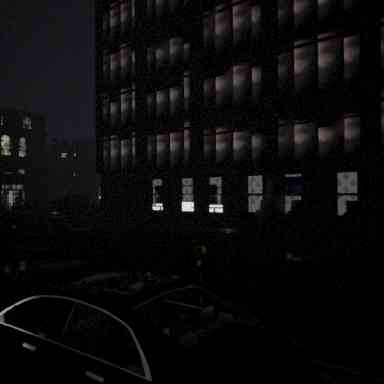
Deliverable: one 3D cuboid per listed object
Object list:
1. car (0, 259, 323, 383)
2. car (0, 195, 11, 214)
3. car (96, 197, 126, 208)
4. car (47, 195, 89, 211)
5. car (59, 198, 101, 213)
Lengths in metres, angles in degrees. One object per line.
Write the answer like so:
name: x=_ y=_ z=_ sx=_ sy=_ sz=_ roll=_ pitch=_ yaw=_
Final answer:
car: x=-0.954 y=1.550 z=3.557 sx=4.403 sy=1.369 sz=2.008 roll=0 pitch=0 yaw=35
car: x=-21.695 y=1.305 z=34.166 sx=2.150 sy=2.045 sz=5.566 roll=0 pitch=0 yaw=36
car: x=-12.416 y=1.632 z=51.170 sx=1.967 sy=1.590 sz=4.097 roll=-1 pitch=-1 yaw=36
car: x=-15.580 y=1.356 z=42.470 sx=2.150 sy=2.045 sz=5.566 roll=0 pitch=-1 yaw=37
car: x=-12.190 y=1.675 z=37.264 sx=1.802 sy=1.307 sz=4.206 roll=-1 pitch=-1 yaw=36
